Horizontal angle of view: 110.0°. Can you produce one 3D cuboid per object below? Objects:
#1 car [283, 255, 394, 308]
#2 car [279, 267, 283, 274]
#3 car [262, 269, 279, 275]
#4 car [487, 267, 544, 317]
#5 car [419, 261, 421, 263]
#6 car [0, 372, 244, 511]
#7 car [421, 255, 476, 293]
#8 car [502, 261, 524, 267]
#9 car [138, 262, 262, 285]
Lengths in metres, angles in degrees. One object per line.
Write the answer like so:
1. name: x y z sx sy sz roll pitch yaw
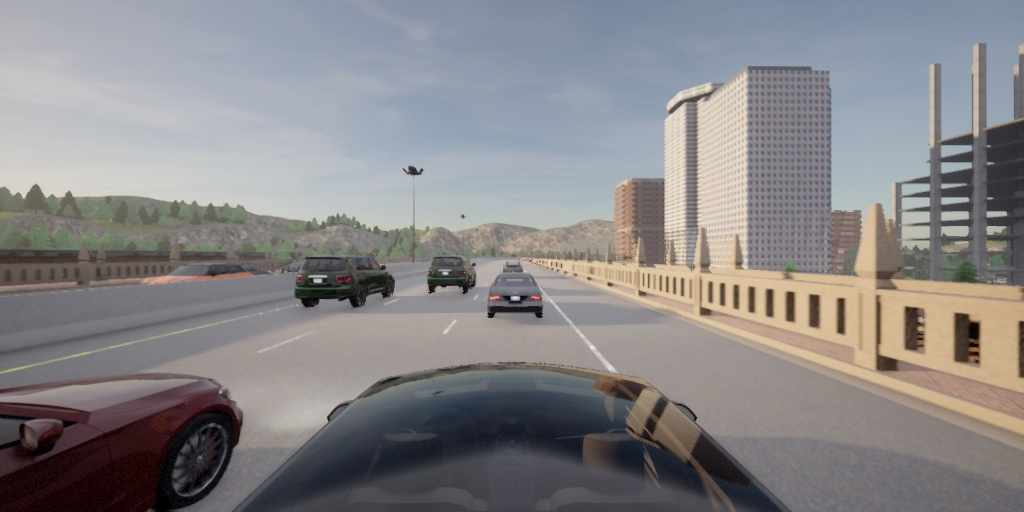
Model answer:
1. car: -6.900 0.975 15.432 2.150 2.045 5.566 0 0 0
2. car: -21.066 1.269 35.804 1.837 1.490 4.892 0 -1 0
3. car: -17.591 1.321 23.129 1.994 1.385 4.181 0 0 0
4. car: 0.100 1.300 13.133 2.033 1.411 5.357 0 0 0
5. car: -14.159 1.175 59.335 2.097 1.767 4.553 0 0 -1
6. car: -3.414 1.276 1.373 1.812 1.442 4.674 0 0 0
7. car: -3.400 0.977 20.983 2.150 2.045 5.566 0 0 0
8. car: 0.099 1.252 34.462 2.128 1.511 4.902 0 0 0
9. car: -14.094 1.106 16.245 2.097 1.767 4.553 0 0 0
